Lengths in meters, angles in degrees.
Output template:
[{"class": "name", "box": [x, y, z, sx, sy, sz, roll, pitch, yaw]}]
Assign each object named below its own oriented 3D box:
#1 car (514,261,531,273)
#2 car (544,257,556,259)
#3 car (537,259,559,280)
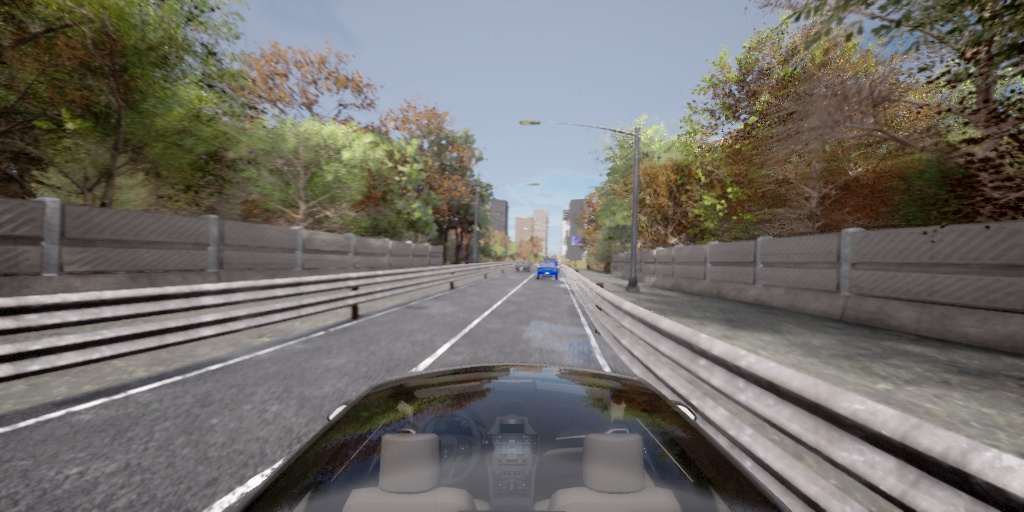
[{"class": "car", "box": [1.400, 1.357, 46.245, 1.837, 1.490, 4.892, 2, 0, 7]}, {"class": "car", "box": [5.467, 1.239, 51.616, 2.150, 2.045, 5.566, 2, 0, 7]}, {"class": "car", "box": [3.385, 1.348, 33.880, 1.882, 1.535, 5.008, 2, 0, 7]}]
